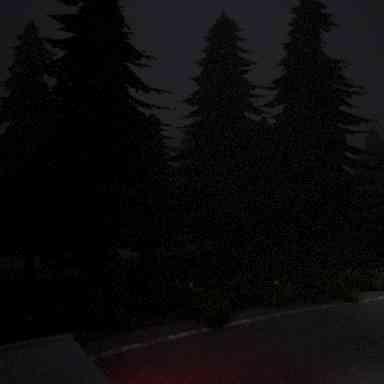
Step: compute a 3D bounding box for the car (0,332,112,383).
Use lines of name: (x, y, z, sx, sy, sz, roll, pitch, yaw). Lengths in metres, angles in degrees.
car: (-2.565, 1.601, 1.256, 4.718, 1.301, 1.895, 0, 0, -36)
